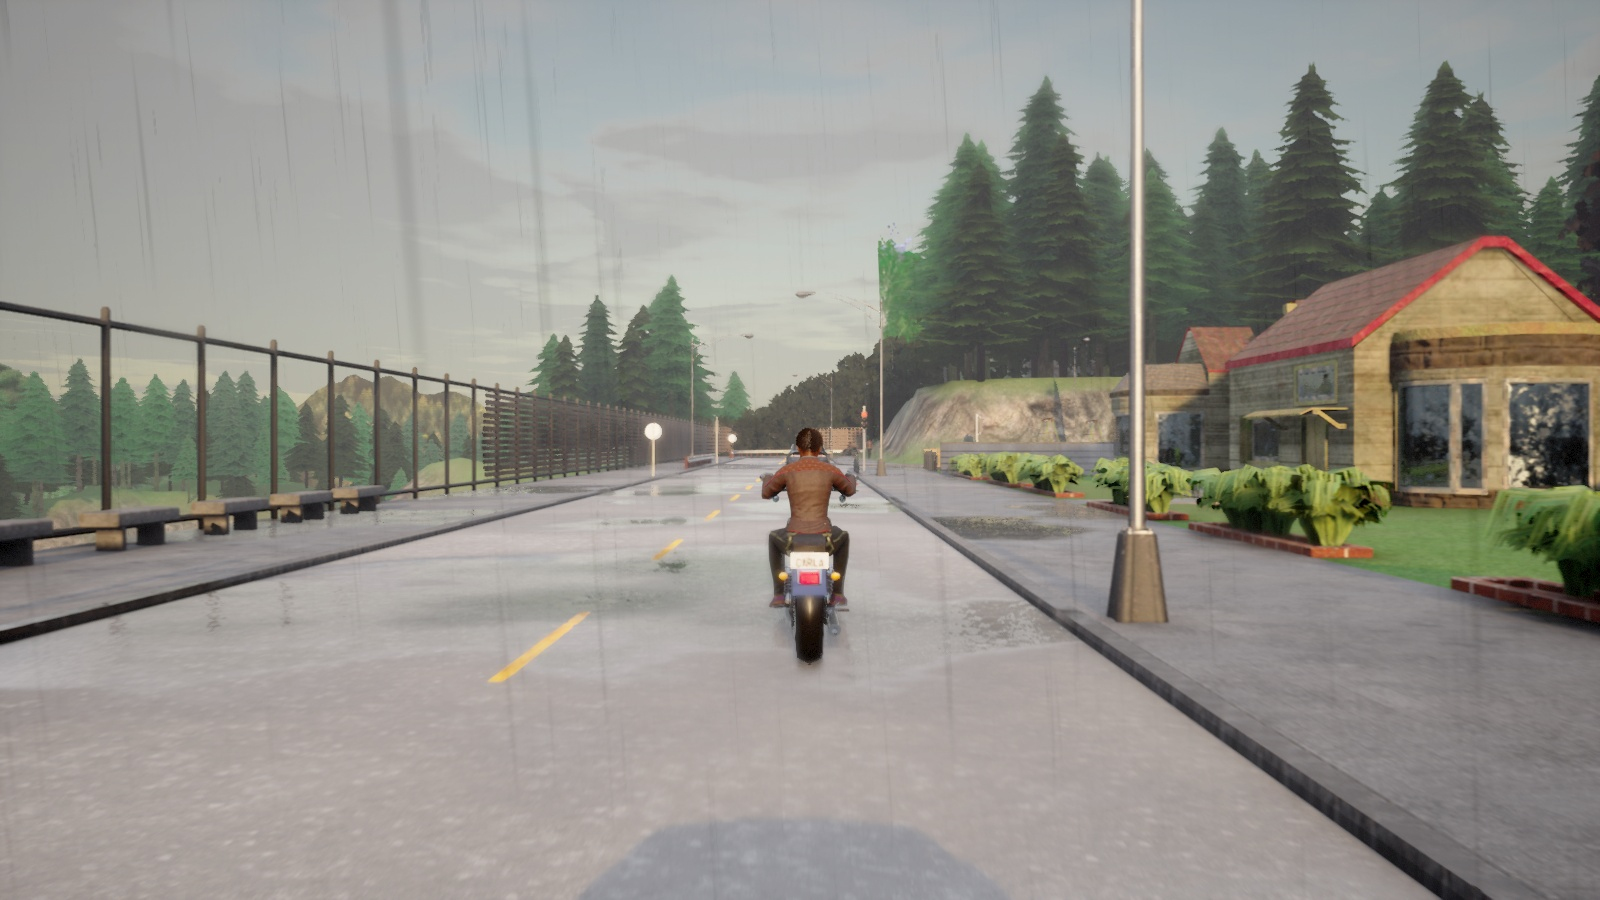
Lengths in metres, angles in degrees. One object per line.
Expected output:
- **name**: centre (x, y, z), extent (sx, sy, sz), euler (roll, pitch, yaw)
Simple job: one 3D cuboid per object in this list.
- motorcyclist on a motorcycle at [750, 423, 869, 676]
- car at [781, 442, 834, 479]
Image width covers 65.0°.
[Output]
- **motorcyclist on a motorcycle**: centre (0.068, 0.644, 9.339), extent (0.766, 1.649, 2.350), euler (0, 0, 0)
- **car**: centre (0.328, 0.404, 53.100), extent (2.128, 1.511, 4.902), euler (0, 0, 0)
